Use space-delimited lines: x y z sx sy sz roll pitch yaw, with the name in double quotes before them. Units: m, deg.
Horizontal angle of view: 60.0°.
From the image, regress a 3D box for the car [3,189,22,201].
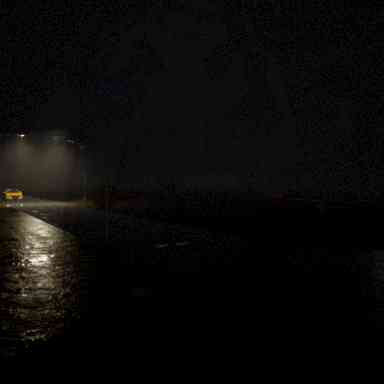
"car" -24.597 0.363 45.647 1.882 1.535 5.008 0 1 -35
